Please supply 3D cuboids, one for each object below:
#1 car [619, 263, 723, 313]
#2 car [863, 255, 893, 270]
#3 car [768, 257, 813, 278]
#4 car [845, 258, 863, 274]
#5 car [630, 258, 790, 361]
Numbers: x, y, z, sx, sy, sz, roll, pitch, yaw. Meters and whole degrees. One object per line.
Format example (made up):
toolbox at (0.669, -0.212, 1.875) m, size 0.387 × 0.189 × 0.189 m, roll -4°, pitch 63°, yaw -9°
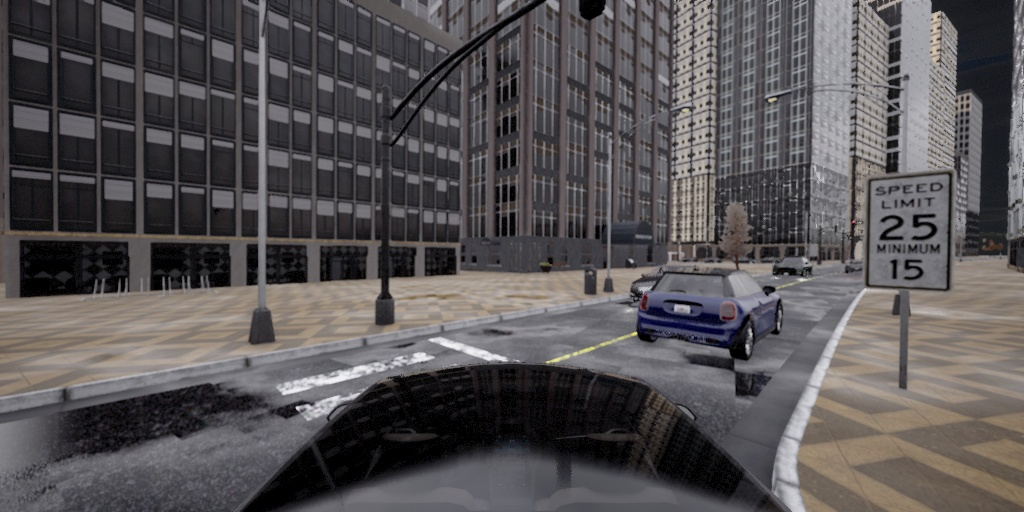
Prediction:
car at (6.562, 1.115, 14.501) m, size 4.902 × 1.511 × 2.128 m, roll 0°, pitch 1°, yaw -44°
car at (44.733, 0.763, 43.781) m, size 4.553 × 1.767 × 2.097 m, roll 0°, pitch 1°, yaw -38°
car at (23.822, 0.848, 30.388) m, size 4.553 × 1.767 × 2.097 m, roll -1°, pitch 1°, yaw -41°
car at (34.236, 0.978, 35.195) m, size 4.902 × 1.511 × 2.128 m, roll 0°, pitch 1°, yaw -40°
car at (4.859, 1.052, 8.550) m, size 4.553 × 1.767 × 2.097 m, roll 0°, pitch 1°, yaw -45°
